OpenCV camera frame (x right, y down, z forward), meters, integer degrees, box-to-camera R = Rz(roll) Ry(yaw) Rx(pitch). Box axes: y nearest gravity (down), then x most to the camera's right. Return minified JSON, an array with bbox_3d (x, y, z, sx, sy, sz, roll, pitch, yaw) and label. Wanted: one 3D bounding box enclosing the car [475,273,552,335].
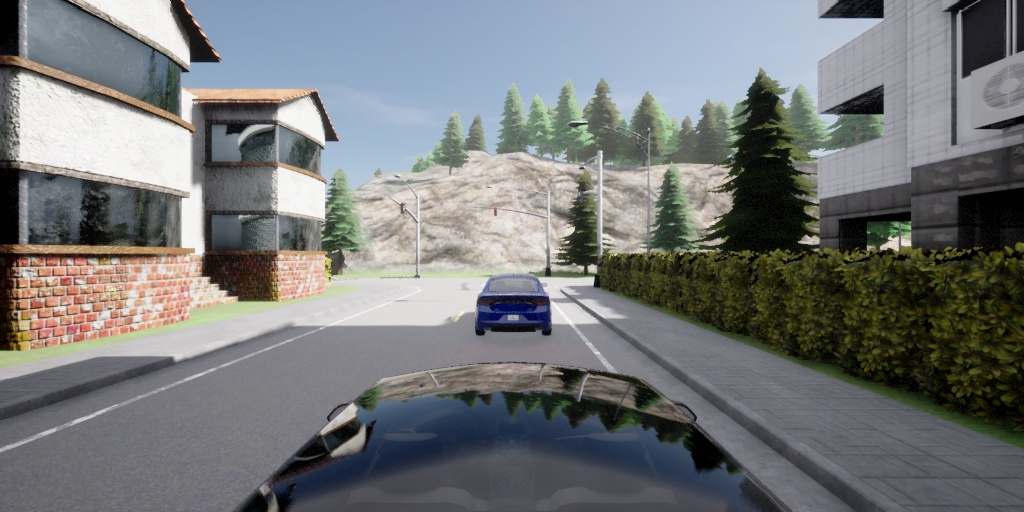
[{"bbox_3d":[0.050,1.228,10.488,1.882,1.535,5.008,0,0,0],"label":"car"}]
